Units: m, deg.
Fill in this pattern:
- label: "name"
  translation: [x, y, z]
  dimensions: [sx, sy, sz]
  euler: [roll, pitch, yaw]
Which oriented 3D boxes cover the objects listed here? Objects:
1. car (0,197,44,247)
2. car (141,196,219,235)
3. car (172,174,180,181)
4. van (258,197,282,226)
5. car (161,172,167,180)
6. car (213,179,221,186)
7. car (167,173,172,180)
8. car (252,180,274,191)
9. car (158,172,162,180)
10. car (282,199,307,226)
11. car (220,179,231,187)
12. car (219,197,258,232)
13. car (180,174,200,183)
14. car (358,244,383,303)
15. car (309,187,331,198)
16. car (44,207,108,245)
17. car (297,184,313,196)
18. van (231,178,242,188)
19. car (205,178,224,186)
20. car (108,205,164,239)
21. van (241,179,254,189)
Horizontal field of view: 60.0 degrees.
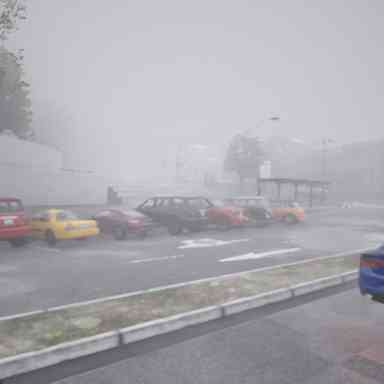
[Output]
- label: "car"
  translation: [-8.982, 1.241, 13.830]
  dimensions: [5.566, 2.045, 2.435]
  euler: [-1, -1, 35]
- label: "car"
  translation: [-1.628, 1.264, 19.042]
  dimensions: [5.566, 2.045, 2.435]
  euler: [-1, -1, 35]
- label: "car"
  translation: [-1.771, -3.664, 84.638]
  dimensions: [2.435, 2.045, 5.566]
  euler: [7, 3, 34]
- label: "van"
  translation: [3.423, 1.304, 22.417]
  dimensions: [4.442, 1.987, 1.878]
  euler: [-1, -1, 35]
- label: "car"
  translation: [-5.295, -4.050, 89.574]
  dimensions: [2.185, 1.767, 4.553]
  euler: [4, 1, 33]
- label: "car"
  translation: [6.927, -2.007, 72.406]
  dimensions: [2.002, 1.452, 4.674]
  euler: [7, 3, 35]
- label: "car"
  translation: [-3.565, -3.816, 87.104]
  dimensions: [2.185, 1.767, 4.553]
  euler: [6, 3, 34]
- label: "car"
  translation: [13.822, -0.955, 62.520]
  dimensions: [2.231, 1.521, 4.892]
  euler: [7, 3, 35]
- label: "car"
  translation: [-7.066, -4.328, 91.922]
  dimensions: [2.435, 2.045, 5.566]
  euler: [1, -1, 34]
- label: "car"
  translation: [5.832, 1.414, 24.168]
  dimensions: [4.553, 1.767, 2.185]
  euler: [-1, -1, 35]
- label: "car"
  translation: [8.759, -1.775, 70.085]
  dimensions: [1.946, 1.575, 5.366]
  euler: [7, 3, 35]
- label: "car"
  translation: [0.885, 1.272, 20.748]
  dimensions: [5.566, 2.045, 2.435]
  euler: [-1, -1, 35]
- label: "car"
  translation: [0.080, -3.141, 82.379]
  dimensions: [1.946, 1.575, 5.366]
  euler: [7, 3, 34]
- label: "car"
  translation: [5.532, 1.499, 7.041]
  dimensions: [5.008, 1.535, 1.882]
  euler: [1, 0, -35]
- label: "car"
  translation: [20.722, 0.174, 52.662]
  dimensions: [2.002, 1.452, 4.674]
  euler: [7, 3, 35]
- label: "car"
  translation: [-6.662, 1.499, 15.657]
  dimensions: [5.366, 1.575, 1.946]
  euler: [-1, -1, 35]
- label: "car"
  translation: [19.032, -0.388, 55.135]
  dimensions: [2.435, 2.045, 5.566]
  euler: [7, 3, 35]
- label: "van"
  translation: [10.333, -1.727, 67.354]
  dimensions: [1.878, 1.987, 4.442]
  euler: [7, 3, 35]
- label: "car"
  translation: [5.185, -2.281, 74.868]
  dimensions: [2.002, 1.452, 4.674]
  euler: [7, 3, 35]
- label: "car"
  translation: [-4.056, 1.547, 17.285]
  dimensions: [4.674, 1.452, 2.002]
  euler: [-1, -1, 35]
- label: "van"
  translation: [12.062, -1.454, 64.883]
  dimensions: [1.878, 1.987, 4.442]
  euler: [7, 4, 35]
